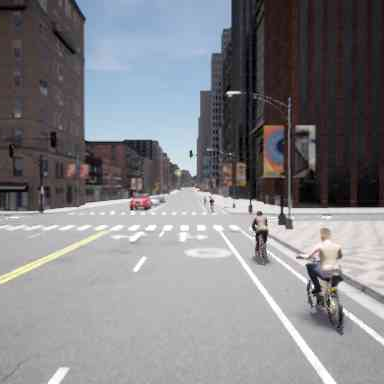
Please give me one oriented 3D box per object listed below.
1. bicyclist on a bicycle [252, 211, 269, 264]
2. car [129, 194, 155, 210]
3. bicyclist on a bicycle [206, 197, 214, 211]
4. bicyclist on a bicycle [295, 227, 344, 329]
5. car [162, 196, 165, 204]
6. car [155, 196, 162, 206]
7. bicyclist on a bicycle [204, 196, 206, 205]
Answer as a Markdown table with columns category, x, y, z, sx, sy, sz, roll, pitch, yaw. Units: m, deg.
| category | x | y | z | sx | sy | sz | roll | pitch | yaw |
| --- | --- | --- | --- | --- | --- | --- | --- | --- | --- |
| bicyclist on a bicycle | 2.251 | 1.454 | 10.920 | 0.582 | 1.620 | 1.656 | 0 | 0 | 0 |
| car | -6.592 | 1.252 | 43.037 | 2.150 | 2.045 | 5.566 | 0 | 0 | 0 |
| bicyclist on a bicycle | 2.248 | 1.396 | 37.923 | 0.659 | 1.776 | 1.843 | 0 | 0 | 0 |
| bicyclist on a bicycle | 2.361 | 1.436 | 5.983 | 0.866 | 1.612 | 1.509 | 0 | 0 | 0 |
| car | -6.515 | 1.563 | 67.459 | 2.128 | 1.511 | 4.902 | 0 | 0 | 0 |
| car | -6.561 | 1.569 | 55.337 | 1.812 | 1.442 | 4.674 | 0 | 0 | 0 |
| bicyclist on a bicycle | 2.247 | 1.499 | 56.999 | 0.582 | 1.620 | 1.656 | 0 | 0 | 0 |
